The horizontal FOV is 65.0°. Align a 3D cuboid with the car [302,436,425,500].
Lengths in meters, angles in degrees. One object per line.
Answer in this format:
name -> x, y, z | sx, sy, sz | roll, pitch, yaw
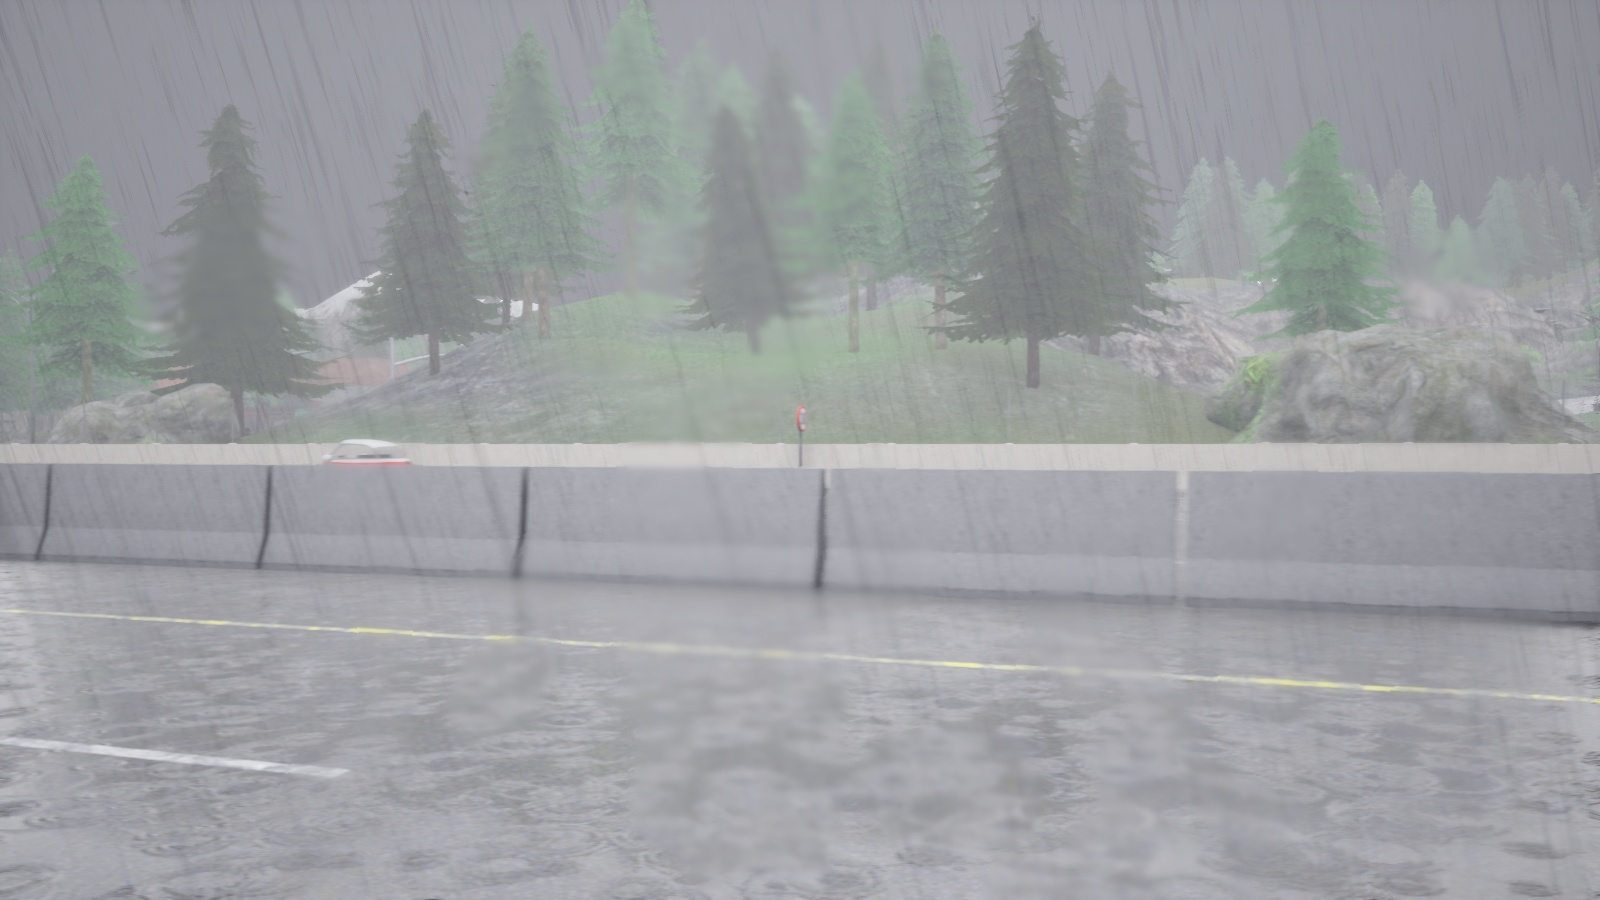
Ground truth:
car -> -9.960, 0.383, 28.700 | 2.207, 1.376, 1.481 | 1, 1, 19
